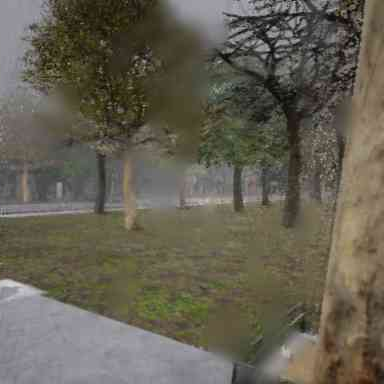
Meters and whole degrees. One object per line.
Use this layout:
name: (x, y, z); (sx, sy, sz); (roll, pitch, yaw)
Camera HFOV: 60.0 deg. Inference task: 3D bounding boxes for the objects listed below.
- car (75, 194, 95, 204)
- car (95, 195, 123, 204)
car: (-17.427, 1.158, 56.488); (1.837, 1.490, 4.892); (1, 1, 36)
car: (-13.626, 1.245, 56.227); (1.994, 1.385, 4.181); (1, 1, 36)
